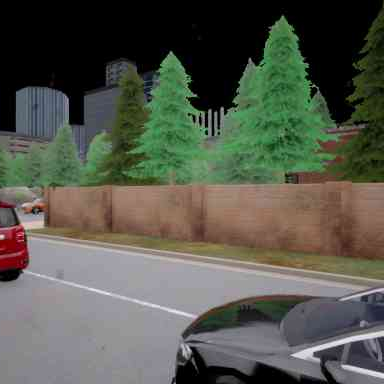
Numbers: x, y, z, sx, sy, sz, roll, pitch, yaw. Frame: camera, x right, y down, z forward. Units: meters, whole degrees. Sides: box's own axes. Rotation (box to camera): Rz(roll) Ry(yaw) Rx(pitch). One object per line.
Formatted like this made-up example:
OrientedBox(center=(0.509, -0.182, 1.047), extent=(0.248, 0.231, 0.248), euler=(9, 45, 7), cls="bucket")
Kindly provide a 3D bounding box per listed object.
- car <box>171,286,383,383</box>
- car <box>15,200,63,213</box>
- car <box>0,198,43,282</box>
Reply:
OrientedBox(center=(2.052, 1.492, 2.529), extent=(4.902, 1.511, 2.128), euler=(0, 0, 36), cls="car")
OrientedBox(center=(-17.368, 1.601, 37.927), extent=(1.895, 1.301, 4.718), euler=(0, 0, 35), cls="car")
OrientedBox(center=(-6.420, 1.221, 8.540), extent=(5.566, 2.045, 2.150), euler=(0, 0, 36), cls="car")
